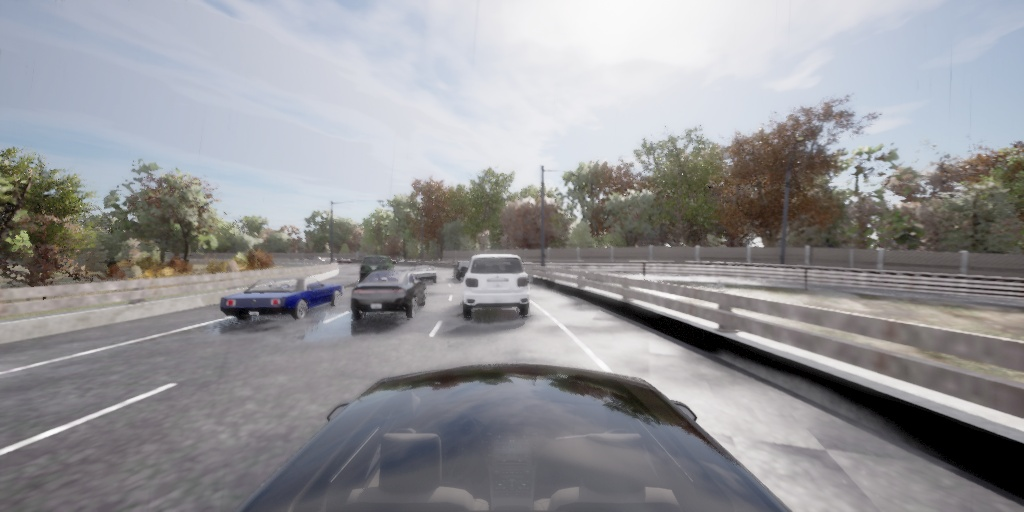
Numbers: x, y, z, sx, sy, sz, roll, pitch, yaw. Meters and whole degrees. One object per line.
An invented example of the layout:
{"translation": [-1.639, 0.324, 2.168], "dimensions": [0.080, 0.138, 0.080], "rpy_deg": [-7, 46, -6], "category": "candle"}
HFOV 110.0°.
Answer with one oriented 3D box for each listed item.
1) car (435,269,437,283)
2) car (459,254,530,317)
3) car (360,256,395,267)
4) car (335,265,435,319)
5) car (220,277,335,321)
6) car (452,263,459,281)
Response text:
{"translation": [-6.891, 1.365, 28.135], "dimensions": [1.895, 1.301, 4.718], "rpy_deg": [0, 0, -13], "category": "car"}
{"translation": [-0.702, 0.967, 13.353], "dimensions": [2.150, 2.045, 5.566], "rpy_deg": [0, 0, -6], "category": "car"}
{"translation": [-10.505, 1.000, 28.217], "dimensions": [2.150, 2.045, 5.566], "rpy_deg": [0, 0, -14], "category": "car"}
{"translation": [-4.193, 1.253, 12.820], "dimensions": [2.128, 1.511, 4.902], "rpy_deg": [0, 0, -6], "category": "car"}
{"translation": [-7.655, 1.377, 12.588], "dimensions": [1.895, 1.301, 4.718], "rpy_deg": [0, 0, -6], "category": "car"}
{"translation": [-3.921, 1.255, 30.559], "dimensions": [1.837, 1.490, 4.892], "rpy_deg": [0, 0, -15], "category": "car"}
